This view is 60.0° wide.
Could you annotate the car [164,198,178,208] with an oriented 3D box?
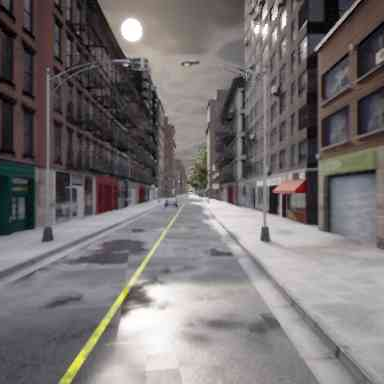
[{"bbox_3d":[-3.005,1.544,48.729,1.812,1.442,4.674,0,0,0],"label":"car"}]
